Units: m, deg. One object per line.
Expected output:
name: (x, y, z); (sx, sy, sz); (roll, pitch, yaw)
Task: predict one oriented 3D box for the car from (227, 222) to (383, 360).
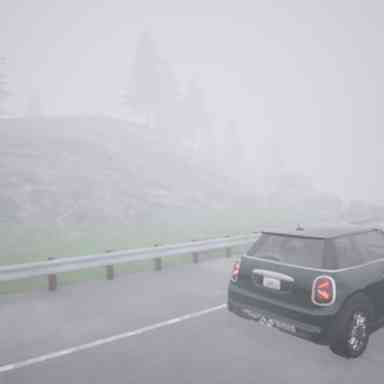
car: (2.825, 1.369, 6.289); (4.553, 1.767, 2.097); (0, 0, -39)
